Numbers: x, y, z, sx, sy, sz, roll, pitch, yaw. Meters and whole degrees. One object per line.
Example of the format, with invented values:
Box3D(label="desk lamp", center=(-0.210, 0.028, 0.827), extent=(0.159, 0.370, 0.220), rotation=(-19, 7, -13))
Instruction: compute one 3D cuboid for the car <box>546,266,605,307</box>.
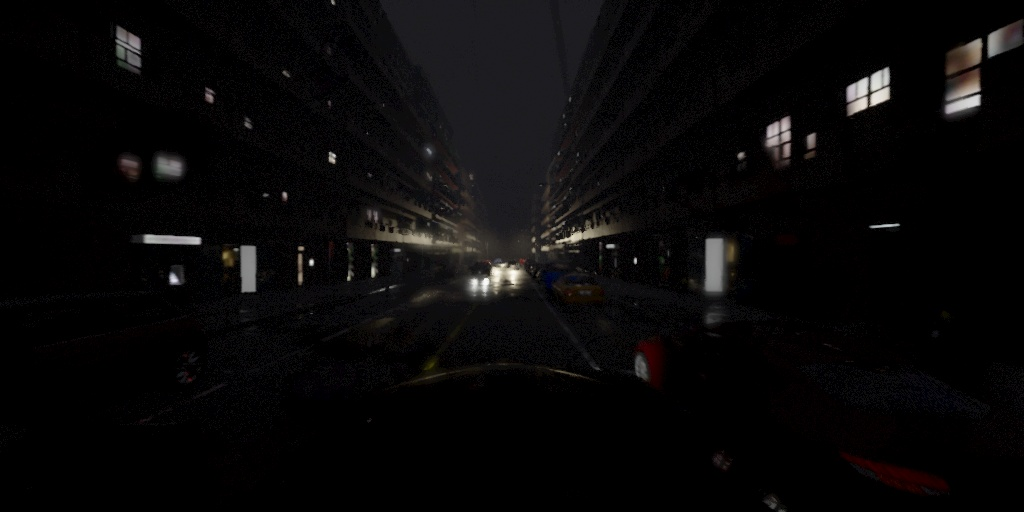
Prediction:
Box3D(label="car", center=(2.693, 1.304, 15.370), extent=(1.751, 1.417, 4.829), rotation=(0, 0, 0))

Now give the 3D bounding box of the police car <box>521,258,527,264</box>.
Box3D(label="police car", center=(3.011, 1.337, 61.341), extent=(1.930, 1.638, 5.238), rotation=(0, 0, 0))

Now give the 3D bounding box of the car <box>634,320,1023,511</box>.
Box3D(label="car", center=(2.691, 1.336, 3.830), extent=(1.802, 1.307, 4.207), rotation=(0, 0, 0))

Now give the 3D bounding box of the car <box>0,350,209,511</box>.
Box3D(label="car", center=(-3.092, 1.348, 0.238), extent=(1.895, 1.301, 4.718), rotation=(0, 0, 0))

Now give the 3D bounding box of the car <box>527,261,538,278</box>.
Box3D(label="car", center=(2.696, 1.387, 32.254), extent=(1.948, 1.339, 4.313), rotation=(0, 0, 0))

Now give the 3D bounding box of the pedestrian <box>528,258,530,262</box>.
Box3D(label="pedestrian", center=(3.012, 1.215, 64.339), extent=(0.375, 1.860, 0.375), rotation=(-1, 1, 0))

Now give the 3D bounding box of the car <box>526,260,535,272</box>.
Box3D(label="car", center=(2.696, 1.419, 37.938), extent=(1.802, 1.307, 4.207), rotation=(0, 0, 0))

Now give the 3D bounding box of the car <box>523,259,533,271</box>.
Box3D(label="car", center=(2.697, 1.399, 43.623), extent=(1.888, 1.381, 4.507), rotation=(0, 0, 0))

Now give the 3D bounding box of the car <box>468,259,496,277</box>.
Box3D(label="car", center=(-3.082, 1.326, 36.813), extent=(2.128, 1.511, 4.902), rotation=(0, 0, 0))

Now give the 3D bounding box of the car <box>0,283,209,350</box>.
Box3D(label="car", center=(-5.700, 1.194, 3.834), extent=(1.967, 1.591, 4.097), rotation=(0, 0, 0))

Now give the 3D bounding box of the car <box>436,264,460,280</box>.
Box3D(label="car", center=(-5.685, 1.403, 32.257), extent=(1.802, 1.307, 4.207), rotation=(0, 0, 0))

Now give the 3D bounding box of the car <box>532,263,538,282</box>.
Box3D(label="car", center=(2.695, 1.388, 26.569), extent=(1.802, 1.307, 4.207), rotation=(0, 0, 0))

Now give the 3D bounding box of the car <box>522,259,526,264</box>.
Box3D(label="car", center=(2.698, 1.454, 49.308), extent=(1.802, 1.307, 4.207), rotation=(0, 0, 0))

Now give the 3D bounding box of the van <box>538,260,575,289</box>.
Box3D(label="van", center=(2.694, 1.132, 20.885), extent=(1.690, 1.789, 3.998), rotation=(0, 0, 0))
